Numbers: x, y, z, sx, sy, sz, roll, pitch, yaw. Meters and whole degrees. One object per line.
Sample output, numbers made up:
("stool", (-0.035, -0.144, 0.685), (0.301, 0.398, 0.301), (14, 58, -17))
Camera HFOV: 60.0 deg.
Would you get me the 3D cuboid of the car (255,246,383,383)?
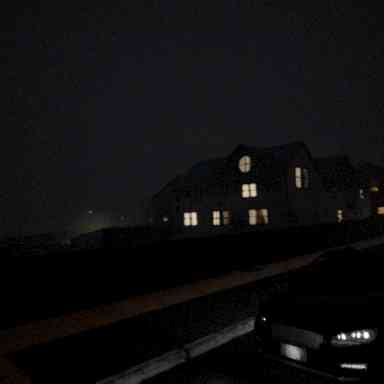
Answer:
("car", (3.031, 1.778, 5.882), (4.902, 1.511, 2.128), (1, -5, -44))
